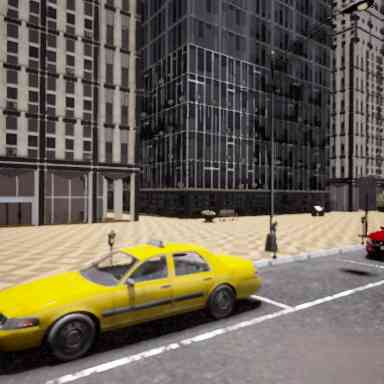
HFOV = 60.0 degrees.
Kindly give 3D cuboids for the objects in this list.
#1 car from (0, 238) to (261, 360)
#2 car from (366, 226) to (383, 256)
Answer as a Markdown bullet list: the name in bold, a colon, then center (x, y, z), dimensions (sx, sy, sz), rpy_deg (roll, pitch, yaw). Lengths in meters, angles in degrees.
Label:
- **car**: center (-0.878, 1.549, 5.932), dimensions (4.829, 1.417, 1.752), rpy_deg (1, 0, -35)
- **car**: center (8.270, 1.675, 12.453), dimensions (4.507, 1.381, 1.887), rpy_deg (1, 0, -35)
